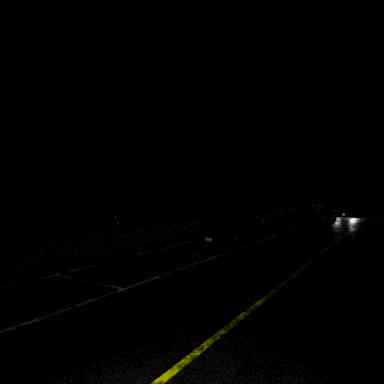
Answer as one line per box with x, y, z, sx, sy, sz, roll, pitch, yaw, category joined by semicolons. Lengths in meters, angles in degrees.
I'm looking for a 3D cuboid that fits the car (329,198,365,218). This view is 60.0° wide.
14.400;1.548;30.729;2.033;1.411;5.357;0;0;32;car

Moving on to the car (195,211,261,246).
1.827;1.566;15.385;1.947;1.339;4.313;0;0;32;car

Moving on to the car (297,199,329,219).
10.575;1.582;29.464;1.802;1.307;4.206;0;0;32;car

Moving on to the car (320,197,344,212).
16.407;1.441;38.849;1.967;1.590;4.097;0;0;32;car

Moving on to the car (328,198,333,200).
13.491;1.567;34.156;1.947;1.339;4.313;0;0;32;car
